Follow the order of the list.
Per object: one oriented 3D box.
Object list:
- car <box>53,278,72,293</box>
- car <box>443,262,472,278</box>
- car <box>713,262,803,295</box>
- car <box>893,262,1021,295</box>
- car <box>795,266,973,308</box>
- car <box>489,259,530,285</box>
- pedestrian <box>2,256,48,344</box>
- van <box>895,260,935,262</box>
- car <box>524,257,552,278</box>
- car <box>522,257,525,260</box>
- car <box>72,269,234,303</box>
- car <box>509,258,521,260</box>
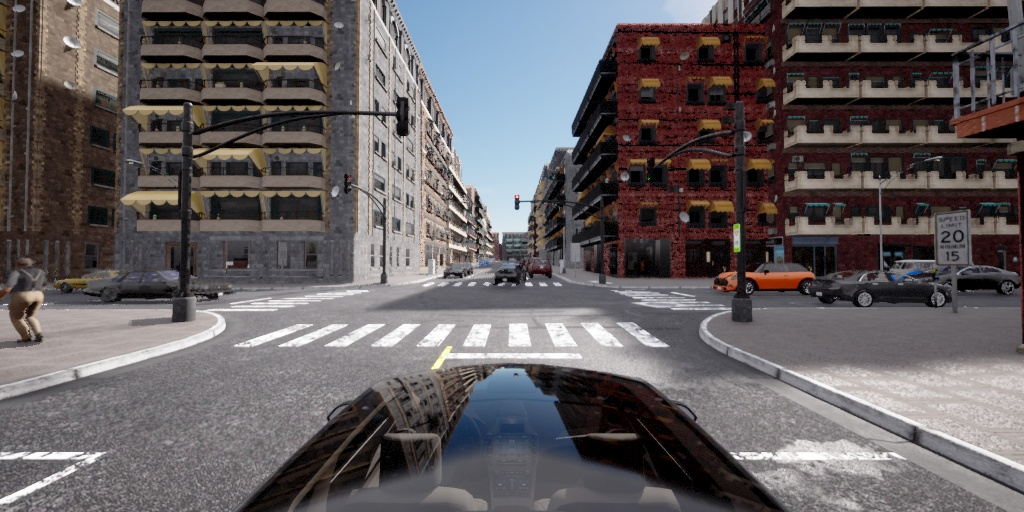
[{"bbox_3d":[-24.420,1.442,21.510,4.829,1.417,1.751,0,0,0],"label":"car"},{"bbox_3d":[-5.278,1.337,33.766,1.948,1.339,4.313,0,0,0],"label":"car"},{"bbox_3d":[13.224,1.108,18.960,4.553,1.767,2.097,0,-1,1],"label":"car"},{"bbox_3d":[23.477,1.222,18.889,4.902,1.511,2.128,0,-1,0],"label":"car"},{"bbox_3d":[13.758,1.189,13.496,4.403,1.370,2.007,0,0,0],"label":"car"},{"bbox_3d":[-0.091,1.301,26.611,1.837,1.490,4.892,2,2,9],"label":"car"},{"bbox_3d":[-10.090,0.879,7.448,0.375,1.860,0.375,1,-1,0],"label":"pedestrian"},{"bbox_3d":[24.925,1.121,21.335,3.998,1.789,1.690,0,0,0],"label":"van"},{"bbox_3d":[2.603,1.086,33.802,2.192,1.841,5.009,0,0,0],"label":"car"},{"bbox_3d":[2.616,1.099,44.925,2.192,1.841,5.009,0,0,0],"label":"car"},{"bbox_3d":[-15.715,1.323,16.082,5.357,1.411,2.033,0,-1,0],"label":"car"},{"bbox_3d":[0.071,1.193,63.360,2.097,1.767,4.553,0,0,0],"label":"car"}]
